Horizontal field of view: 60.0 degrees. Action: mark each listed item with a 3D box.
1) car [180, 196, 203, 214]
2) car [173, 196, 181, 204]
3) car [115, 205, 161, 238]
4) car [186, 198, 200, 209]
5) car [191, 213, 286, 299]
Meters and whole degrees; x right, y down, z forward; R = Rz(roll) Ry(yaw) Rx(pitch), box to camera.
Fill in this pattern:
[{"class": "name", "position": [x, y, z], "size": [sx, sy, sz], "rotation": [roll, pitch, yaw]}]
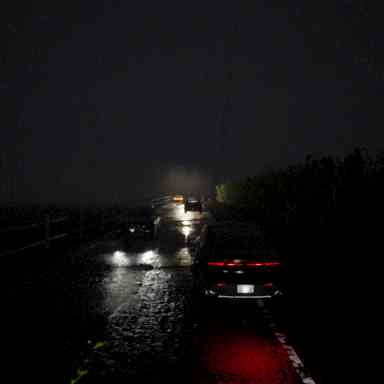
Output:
[{"class": "car", "position": [0.117, 1.491, 35.613], "size": [2.128, 1.511, 4.902], "rotation": [0, 0, 0]}, {"class": "car", "position": [-2.673, 1.481, 65.461], "size": [1.882, 1.535, 5.008], "rotation": [0, 0, 0]}, {"class": "car", "position": [-2.729, 1.504, 17.645], "size": [1.837, 1.490, 4.892], "rotation": [0, 0, 0]}, {"class": "car", "position": [0.127, 1.526, 45.787], "size": [1.812, 1.442, 4.674], "rotation": [0, 0, 0]}, {"class": "car", "position": [0.973, 1.505, 8.444], "size": [1.837, 1.490, 4.892], "rotation": [0, 0, 0]}]
